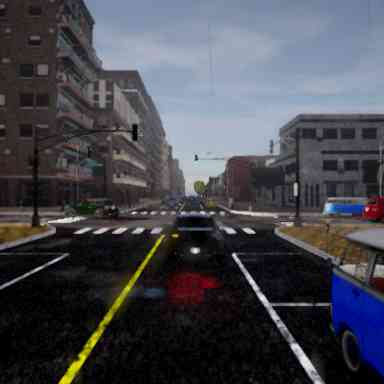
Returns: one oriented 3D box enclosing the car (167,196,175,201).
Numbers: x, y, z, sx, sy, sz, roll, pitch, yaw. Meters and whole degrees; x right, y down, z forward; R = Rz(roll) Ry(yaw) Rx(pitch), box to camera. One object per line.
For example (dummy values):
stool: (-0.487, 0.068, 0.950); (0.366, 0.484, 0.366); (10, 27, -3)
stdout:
car: (-5.697, 1.728, 92.049); (1.887, 1.381, 4.507); (0, 0, 0)

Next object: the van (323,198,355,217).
van: (14.897, 1.450, 32.222); (3.998, 1.788, 1.690); (0, -1, 0)

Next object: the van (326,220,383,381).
van: (2.661, 1.344, 2.950); (1.690, 1.788, 3.998); (0, 0, 0)

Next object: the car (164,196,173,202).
car: (-5.696, 1.675, 80.800); (1.752, 1.417, 4.829); (0, 0, 0)

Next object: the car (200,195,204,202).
car: (2.687, 1.676, 58.815); (1.802, 1.307, 4.206); (0, 0, 0)

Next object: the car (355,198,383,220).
car: (14.920, 1.376, 23.843); (5.009, 1.841, 2.192); (0, -1, 0)

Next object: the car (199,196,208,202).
car: (2.685, 1.701, 80.971); (2.008, 1.369, 4.403); (0, 0, 0)

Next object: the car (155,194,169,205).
car: (-5.693, 1.421, 64.353); (2.192, 1.841, 5.009); (0, 0, 0)

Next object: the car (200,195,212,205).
car: (2.687, 1.422, 64.354); (2.192, 1.841, 5.009); (0, 0, 0)

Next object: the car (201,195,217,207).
car: (2.688, 1.596, 47.906); (1.752, 1.417, 4.829); (0, 0, 0)

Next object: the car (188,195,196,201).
car: (-0.008, 1.527, 84.545); (1.882, 1.535, 5.008); (0, 0, 0)

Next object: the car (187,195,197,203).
car: (-0.007, 1.487, 74.508); (2.097, 1.767, 4.553); (0, 0, 0)

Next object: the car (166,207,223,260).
car: (0.099, 1.518, 12.430); (1.837, 1.490, 4.892); (0, 0, 0)

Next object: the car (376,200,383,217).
car: (20.420, 1.567, 32.235); (4.097, 1.590, 1.967); (0, -1, 0)

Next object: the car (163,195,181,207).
car: (-3.073, 1.605, 52.305); (1.812, 1.442, 4.674); (0, 0, 0)

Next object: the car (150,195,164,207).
car: (-5.693, 1.607, 53.103); (1.752, 1.417, 4.829); (0, 0, 0)

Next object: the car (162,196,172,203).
car: (-5.696, 1.685, 75.430); (2.008, 1.369, 4.403); (0, 0, 0)

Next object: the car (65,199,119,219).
car: (-8.684, 1.370, 28.846); (4.553, 1.767, 2.097); (0, 0, 21)
